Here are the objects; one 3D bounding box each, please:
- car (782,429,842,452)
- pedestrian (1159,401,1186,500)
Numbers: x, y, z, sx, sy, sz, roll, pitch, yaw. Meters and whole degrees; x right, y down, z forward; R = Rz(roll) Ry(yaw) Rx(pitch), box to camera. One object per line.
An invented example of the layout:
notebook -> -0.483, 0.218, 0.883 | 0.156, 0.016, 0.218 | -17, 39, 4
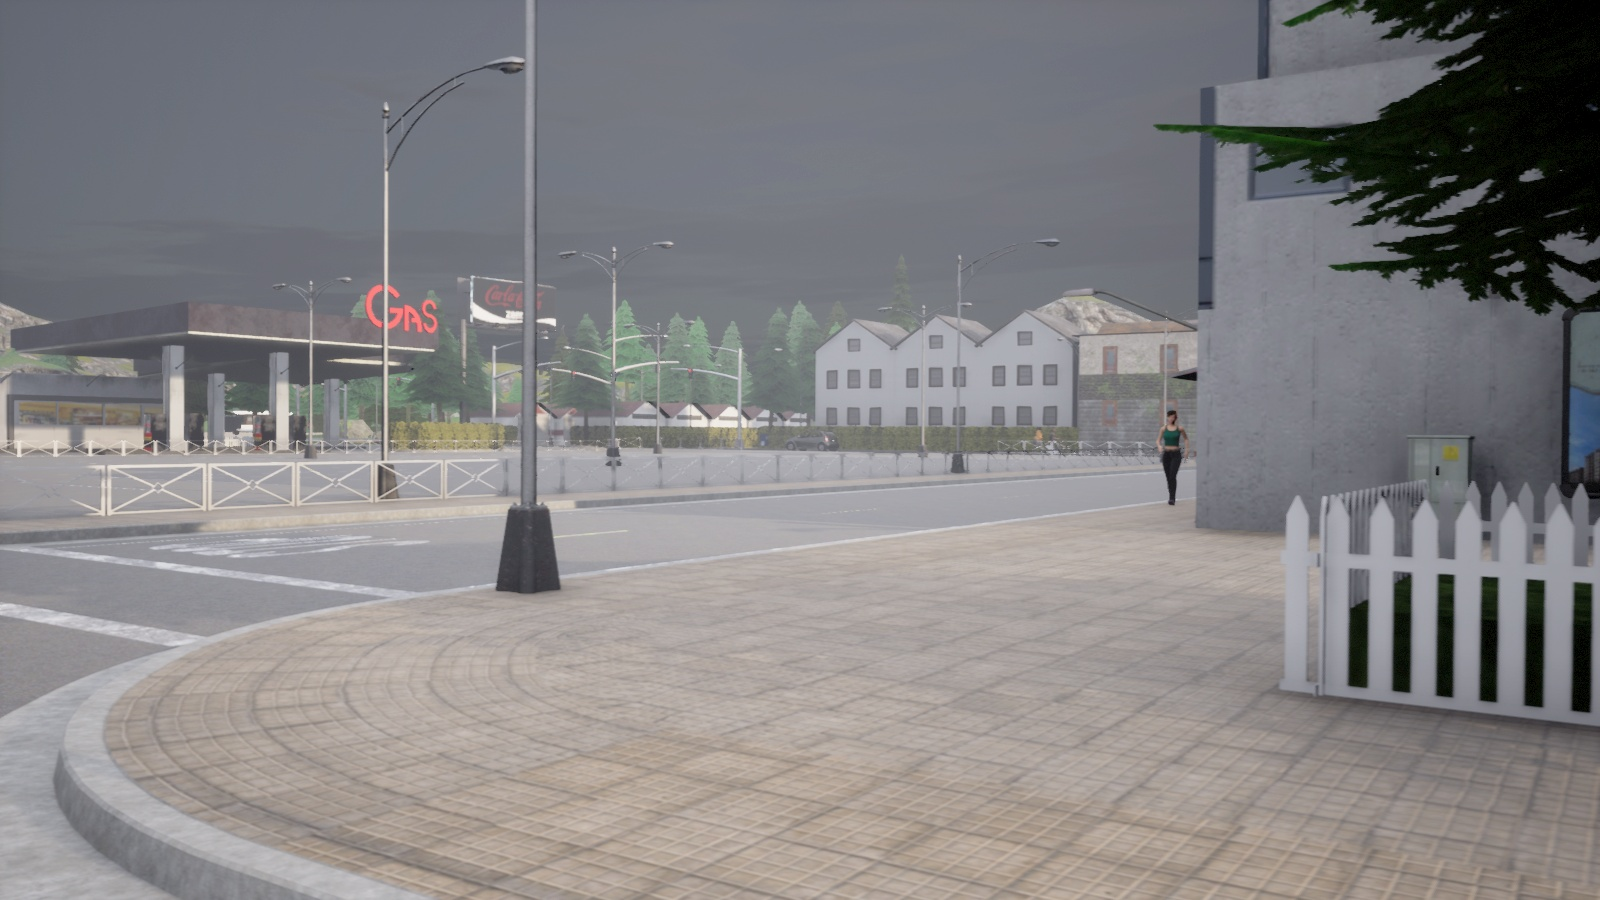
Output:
car -> 0.856, -0.713, 91.892 | 3.988, 1.617, 1.851 | 0, 1, 34
pedestrian -> 7.015, 0.006, 23.644 | 0.345, 1.836, 0.594 | 0, 1, 31
